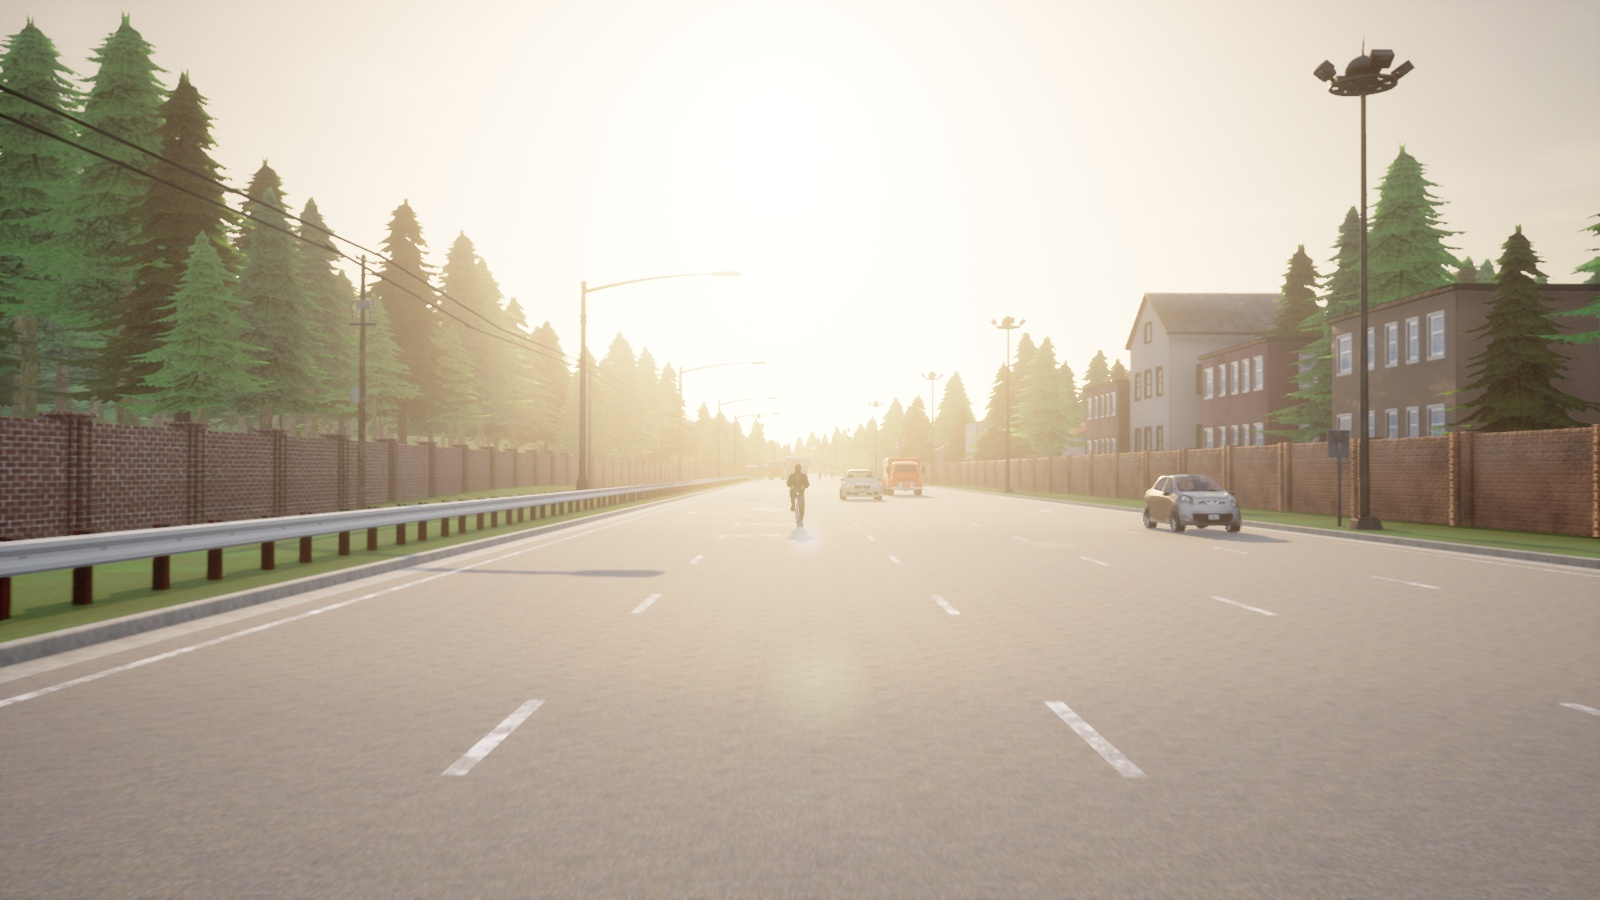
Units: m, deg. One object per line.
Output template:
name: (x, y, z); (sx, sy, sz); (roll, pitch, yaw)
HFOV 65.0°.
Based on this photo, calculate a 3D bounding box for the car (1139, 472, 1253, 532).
car: (10.417, 1.344, 33.314); (1.845, 1.501, 3.633); (0, -1, 0)

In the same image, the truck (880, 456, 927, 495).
truck: (6.793, 1.687, 82.784); (2.627, 2.467, 5.204); (0, -1, 0)

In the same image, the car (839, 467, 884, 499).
car: (3.328, 1.801, 69.025); (2.242, 1.667, 4.611); (0, -1, 0)
